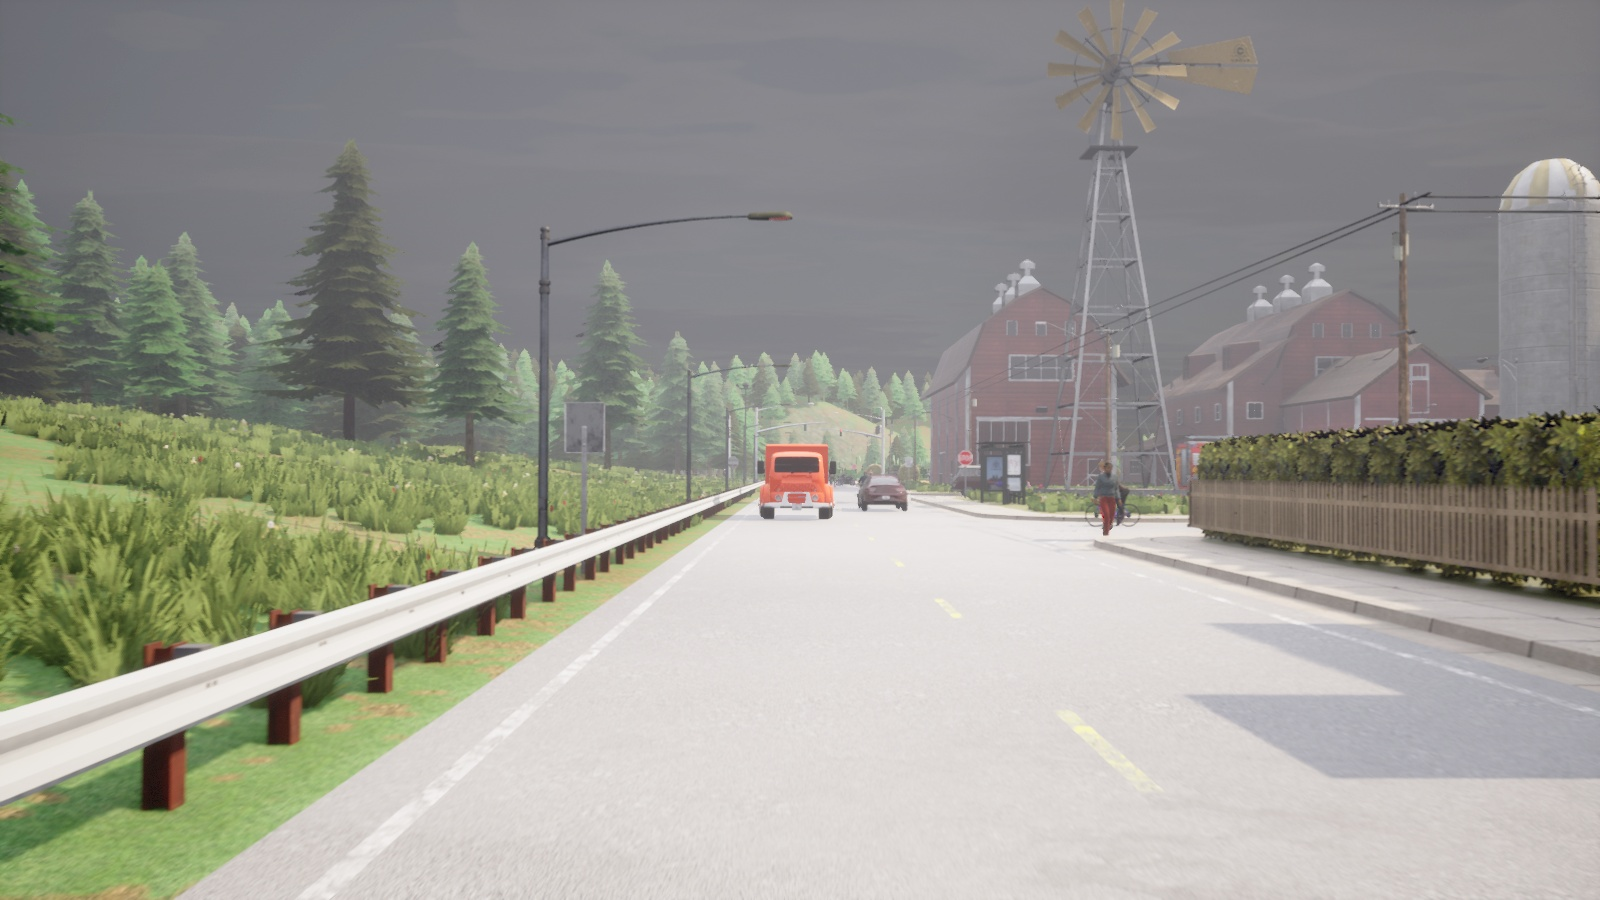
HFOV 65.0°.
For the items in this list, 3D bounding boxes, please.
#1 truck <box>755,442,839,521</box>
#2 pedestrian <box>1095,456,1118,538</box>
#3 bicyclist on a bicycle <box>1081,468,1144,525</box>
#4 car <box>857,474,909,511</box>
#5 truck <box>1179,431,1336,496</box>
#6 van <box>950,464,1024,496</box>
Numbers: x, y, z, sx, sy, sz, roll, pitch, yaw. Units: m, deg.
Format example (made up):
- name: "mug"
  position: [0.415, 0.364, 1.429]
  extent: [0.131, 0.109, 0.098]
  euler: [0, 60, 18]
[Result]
- name: "truck"
  position: [-0.105, 1.056, 42.025]
  extent: [2.627, 2.467, 5.204]
  euler: [0, -2, 0]
- name: "pedestrian"
  position: [6.972, 1.059, 28.552]
  extent: [0.353, 1.847, 0.614]
  euler: [0, -1, -1]
- name: "bicyclist on a bicycle"
  position: [9.078, 1.355, 36.515]
  extent: [1.656, 1.620, 0.582]
  euler: [0, -1, -4]
- name: "car"
  position: [3.374, 1.710, 51.665]
  extent: [1.812, 1.442, 4.674]
  euler: [0, -1, 0]
- name: "truck"
  position: [27.686, 0.842, 76.227]
  extent: [8.468, 3.827, 2.891]
  euler: [0, -1, -1]
- name: "van"
  position: [11.836, 1.878, 79.485]
  extent: [4.442, 1.987, 1.775]
  euler: [0, -1, 1]
